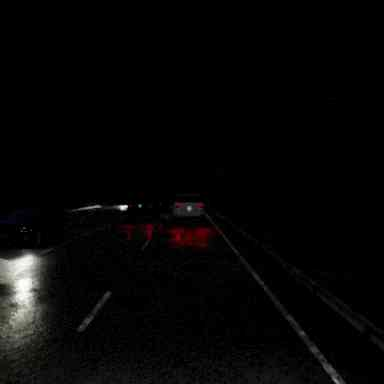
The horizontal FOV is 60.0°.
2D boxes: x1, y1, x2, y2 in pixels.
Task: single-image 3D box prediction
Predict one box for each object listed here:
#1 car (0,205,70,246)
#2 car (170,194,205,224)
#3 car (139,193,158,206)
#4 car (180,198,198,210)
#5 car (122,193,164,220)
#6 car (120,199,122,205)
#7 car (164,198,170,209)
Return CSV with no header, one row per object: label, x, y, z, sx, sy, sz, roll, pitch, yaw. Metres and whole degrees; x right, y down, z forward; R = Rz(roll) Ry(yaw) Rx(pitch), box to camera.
car,-7.180,1.410,15.180,1.882,1.535,5.008,0,0,-1
car,-0.211,1.130,24.257,2.150,2.045,5.566,0,0,-1
car,-7.102,1.142,55.138,2.150,2.045,5.566,0,0,4
car,-0.346,1.458,41.876,2.033,1.411,5.357,0,0,0
car,-3.822,1.129,26.976,2.150,2.045,5.566,0,0,0
car,-10.558,1.413,55.645,2.128,1.511,4.902,0,0,4
car,-3.850,1.478,42.692,1.994,1.385,4.181,0,0,1
